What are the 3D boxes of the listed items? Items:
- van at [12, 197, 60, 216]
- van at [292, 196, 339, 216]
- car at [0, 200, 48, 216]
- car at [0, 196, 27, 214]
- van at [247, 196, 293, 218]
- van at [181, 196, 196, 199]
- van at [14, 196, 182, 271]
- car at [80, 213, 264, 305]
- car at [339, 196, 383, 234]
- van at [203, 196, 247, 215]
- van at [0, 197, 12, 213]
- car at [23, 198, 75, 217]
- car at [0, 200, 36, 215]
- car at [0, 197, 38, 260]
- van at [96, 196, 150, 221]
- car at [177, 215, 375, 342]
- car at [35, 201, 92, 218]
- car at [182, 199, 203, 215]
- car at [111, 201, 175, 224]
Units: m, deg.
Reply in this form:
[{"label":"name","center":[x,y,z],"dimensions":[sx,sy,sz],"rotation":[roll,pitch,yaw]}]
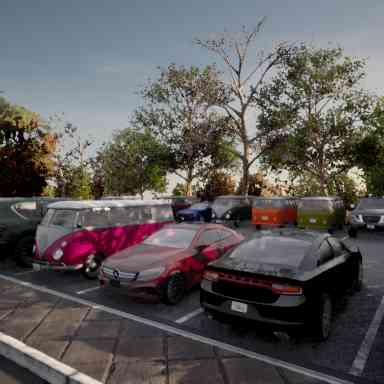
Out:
[{"label":"van","center":[-17.111,1.527,36.716],"dimensions":[1.878,1.987,4.442],"rotation":[-1,-1,36]},{"label":"van","center":[7.548,1.241,19.060],"dimensions":[1.878,1.987,4.442],"rotation":[0,0,36]},{"label":"car","center":[-19.433,1.789,38.228],"dimensions":[2.231,1.521,4.892],"rotation":[-1,-1,36]},{"label":"car","center":[-23.917,1.616,41.480],"dimensions":[2.435,2.045,5.566],"rotation":[-1,-1,36]},{"label":"van","center":[5.397,1.233,20.599],"dimensions":[1.878,1.987,4.442],"rotation":[0,0,36]},{"label":"van","center":[-1.483,1.278,25.239],"dimensions":[1.878,1.987,4.442],"rotation":[-1,-1,36]},{"label":"van","center":[-2.471,1.234,9.859],"dimensions":[1.878,1.987,4.442],"rotation":[0,0,36]},{"label":"car","center":[-0.145,1.509,8.340],"dimensions":[2.002,1.452,4.674],"rotation":[0,0,36]},{"label":"car","center":[9.716,1.225,17.329],"dimensions":[2.435,2.045,5.566],"rotation":[0,0,36]},{"label":"van","center":[2.901,1.224,22.100],"dimensions":[1.878,1.987,4.442],"rotation":[0,0,36]},{"label":"van","center":[-26.216,1.695,43.236],"dimensions":[1.878,1.987,4.442],"rotation":[-1,-1,36]},{"label":"car","center":[-14.945,1.591,34.983],"dimensions":[2.185,1.767,4.553],"rotation":[-1,-1,36]},{"label":"car","center":[-21.787,1.823,39.693],"dimensions":[1.946,1.575,5.366],"rotation":[-1,-1,36]},{"label":"car","center":[-4.643,1.200,11.593],"dimensions":[2.435,2.045,5.566],"rotation":[0,0,36]},{"label":"van","center":[-5.850,1.349,28.653],"dimensions":[1.878,1.987,4.442],"rotation":[-1,-1,36]},{"label":"car","center":[2.108,1.478,6.718],"dimensions":[2.097,1.535,5.008],"rotation":[0,0,36]},{"label":"car","center":[-12.778,1.683,33.463],"dimensions":[2.097,1.535,5.008],"rotation":[-1,-1,36]},{"label":"car","center":[0.843,1.468,23.723],"dimensions":[2.097,1.535,5.008],"rotation":[-1,-1,36]},{"label":"car","center":[-3.770,1.536,26.793],"dimensions":[1.946,1.575,5.366],"rotation":[-1,-1,36]}]
